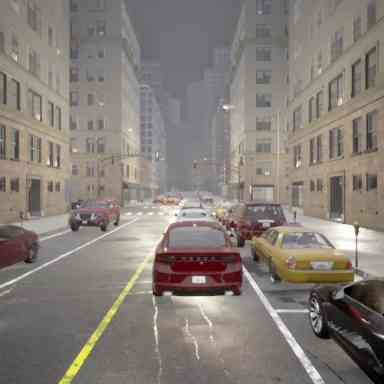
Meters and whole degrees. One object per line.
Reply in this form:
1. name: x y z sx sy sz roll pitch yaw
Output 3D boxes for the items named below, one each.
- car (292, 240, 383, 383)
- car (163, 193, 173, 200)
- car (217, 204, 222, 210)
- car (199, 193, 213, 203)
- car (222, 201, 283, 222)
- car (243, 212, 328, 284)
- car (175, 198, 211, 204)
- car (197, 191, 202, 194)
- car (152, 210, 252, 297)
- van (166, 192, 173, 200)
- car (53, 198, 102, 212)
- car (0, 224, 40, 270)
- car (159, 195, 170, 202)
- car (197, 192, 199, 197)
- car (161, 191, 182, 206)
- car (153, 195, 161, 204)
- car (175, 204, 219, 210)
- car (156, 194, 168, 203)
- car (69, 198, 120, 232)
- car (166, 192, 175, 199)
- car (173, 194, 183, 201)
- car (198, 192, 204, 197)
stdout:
1. car: 2.766 1.566 3.671 1.947 1.339 4.313 0 0 0
2. car: -5.737 1.104 79.689 1.967 1.590 4.097 1 0 0
3. car: 2.771 1.557 20.328 1.802 1.307 4.206 0 0 0
4. car: 2.781 1.365 57.986 2.008 1.369 4.403 0 0 0
5. car: 2.770 1.302 14.777 2.192 1.841 5.009 0 0 0
6. car: 2.768 1.519 9.393 1.752 1.417 4.829 0 0 0
7. car: 0.079 1.453 25.377 2.128 1.511 4.902 0 0 0
8. car: 2.791 1.019 90.526 1.967 1.590 4.097 1 0 0
9. car: 0.075 1.473 8.647 1.882 1.535 5.008 0 0 -1
10. van: -5.734 0.963 85.110 1.690 1.788 3.998 1 0 0
11. car: -12.816 1.427 37.505 4.892 1.490 1.837 0 0 4
12. car: -5.758 1.576 9.232 1.802 1.307 4.206 0 0 0
13. car: -5.741 1.289 68.843 1.887 1.381 4.507 1 0 0
14. car: 2.787 1.246 79.682 1.802 1.307 4.206 1 0 0
15. car: -3.137 1.201 51.827 2.097 1.767 4.553 0 0 2
16. car: -5.744 1.358 57.995 1.887 1.381 4.507 0 0 0
17. car: 0.102 1.509 16.235 1.812 1.442 4.674 0 0 0
18. car: -5.741 1.221 63.419 1.967 1.590 4.097 1 0 0
19. car: -5.753 1.290 20.337 2.192 1.841 5.009 0 0 0
20. car: -5.733 0.894 90.533 2.192 1.841 5.009 1 0 0
21. car: -2.984 1.268 72.859 1.994 1.385 4.181 0 0 0
22. car: 2.785 1.268 69.002 1.752 1.417 4.829 1 0 0
